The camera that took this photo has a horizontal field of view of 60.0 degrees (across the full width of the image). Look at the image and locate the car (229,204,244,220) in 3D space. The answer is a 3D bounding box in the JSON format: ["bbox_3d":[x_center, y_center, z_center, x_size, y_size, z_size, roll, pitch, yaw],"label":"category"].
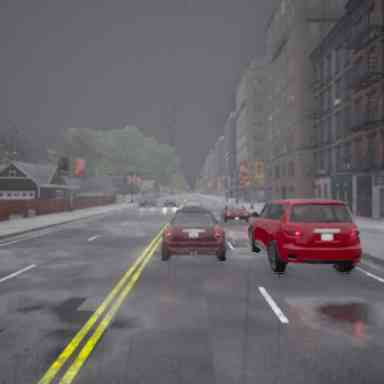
[{"bbox_3d":[3.304,1.641,26.460,1.895,1.301,4.718,0,0,0],"label":"car"}]

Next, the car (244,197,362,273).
[{"bbox_3d":[3.313,1.235,10.866,2.150,2.045,5.566,0,-1,0],"label":"car"}]

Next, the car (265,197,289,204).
[{"bbox_3d":[16.365,1.628,63.949,4.206,1.307,1.802,0,0,0],"label":"car"}]

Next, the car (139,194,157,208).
[{"bbox_3d":[-6.577,1.287,50.545,2.150,2.045,5.566,0,0,0],"label":"car"}]

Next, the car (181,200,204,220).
[{"bbox_3d":[0.071,1.521,29.393,1.882,1.535,5.008,0,0,0],"label":"car"}]

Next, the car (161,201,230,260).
[{"bbox_3d":[0.065,1.372,12.592,2.097,1.767,4.553,0,0,0],"label":"car"}]

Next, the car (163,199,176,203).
[{"bbox_3d":[-3.326,1.664,50.746,1.895,1.301,4.718,0,0,0],"label":"car"}]

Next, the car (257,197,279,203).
[{"bbox_3d":[16.357,1.668,71.974,4.313,1.339,1.947,0,0,0],"label":"car"}]
